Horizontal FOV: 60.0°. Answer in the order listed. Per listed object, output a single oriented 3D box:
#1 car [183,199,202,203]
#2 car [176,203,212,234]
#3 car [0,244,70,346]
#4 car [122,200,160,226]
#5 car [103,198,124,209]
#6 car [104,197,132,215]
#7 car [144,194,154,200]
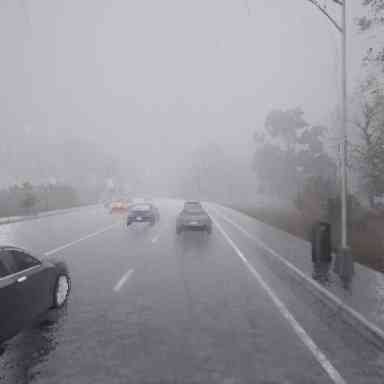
[{"bbox_3d":[0.069,1.498,37.087,2.128,1.511,4.902,0,0,0],"label":"car"},{"bbox_3d":[0.096,1.567,19.293,1.994,1.385,4.181,0,0,0],"label":"car"},{"bbox_3d":[-3.401,1.506,4.907,1.837,1.490,4.892,0,0,0],"label":"car"},{"bbox_3d":[-3.392,1.530,23.641,1.812,1.442,4.674,0,0,0],"label":"car"},{"bbox_3d":[-10.749,1.571,45.742,1.994,1.385,4.181,0,0,-1],"label":"car"},{"bbox_3d":[-7.123,1.358,34.095,2.097,1.767,4.553,0,0,0],"label":"car"},{"bbox_3d":[-9.843,1.356,75.284,2.097,1.767,4.553,0,0,-9],"label":"car"}]
